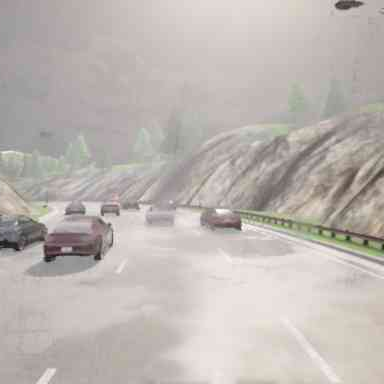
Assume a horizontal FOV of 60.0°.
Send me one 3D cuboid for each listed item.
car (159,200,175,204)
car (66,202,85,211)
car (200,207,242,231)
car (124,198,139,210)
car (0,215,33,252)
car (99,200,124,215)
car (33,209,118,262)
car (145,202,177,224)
[{"bbox_3d":[-3.481,1.745,43.073,2.033,1.411,5.357,0,0,-20],"label":"car"},{"bbox_3d":[-12.831,1.806,36.706,1.994,1.385,4.181,0,0,-17],"label":"car"},{"bbox_3d":[1.761,1.637,21.475,1.994,1.385,4.181,0,0,-9],"label":"car"},{"bbox_3d":[-8.977,1.607,47.453,2.097,1.767,4.553,0,0,-21],"label":"car"},{"bbox_3d":[-7.822,1.680,14.442,1.994,1.385,4.181,0,0,-7],"label":"car"},{"bbox_3d":[-8.891,1.700,35.759,2.128,1.511,4.902,0,0,-17],"label":"car"},{"bbox_3d":[-4.073,1.606,12.452,1.812,1.442,4.674,0,0,-6],"label":"car"},{"bbox_3d":[-2.592,1.724,25.987,1.895,1.301,4.718,0,0,-12],"label":"car"}]
